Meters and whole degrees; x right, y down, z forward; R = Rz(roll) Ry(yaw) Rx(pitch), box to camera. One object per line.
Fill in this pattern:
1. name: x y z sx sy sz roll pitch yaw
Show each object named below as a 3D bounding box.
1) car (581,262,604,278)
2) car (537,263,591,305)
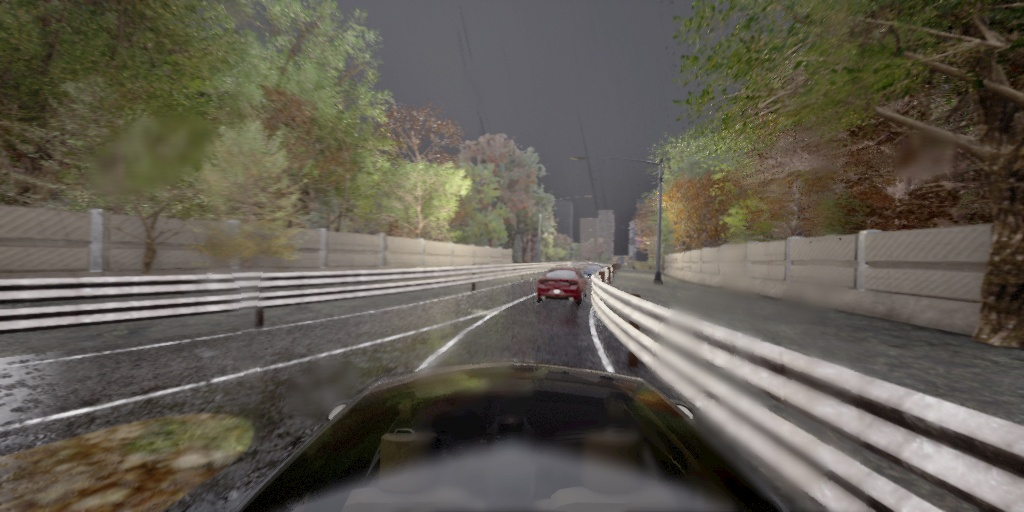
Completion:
1. car: 8.416 1.520 36.601 1.994 1.385 4.181 1 0 17
2. car: 2.453 1.285 16.782 1.882 1.535 5.008 1 0 15
